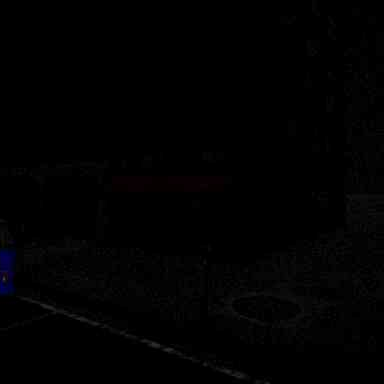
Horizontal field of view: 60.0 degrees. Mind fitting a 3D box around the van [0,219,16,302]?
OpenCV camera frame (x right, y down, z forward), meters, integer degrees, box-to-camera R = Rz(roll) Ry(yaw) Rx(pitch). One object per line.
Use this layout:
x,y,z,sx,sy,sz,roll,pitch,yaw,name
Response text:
-5.310,1.341,6.876,3.998,1.788,1.690,0,0,36,van
